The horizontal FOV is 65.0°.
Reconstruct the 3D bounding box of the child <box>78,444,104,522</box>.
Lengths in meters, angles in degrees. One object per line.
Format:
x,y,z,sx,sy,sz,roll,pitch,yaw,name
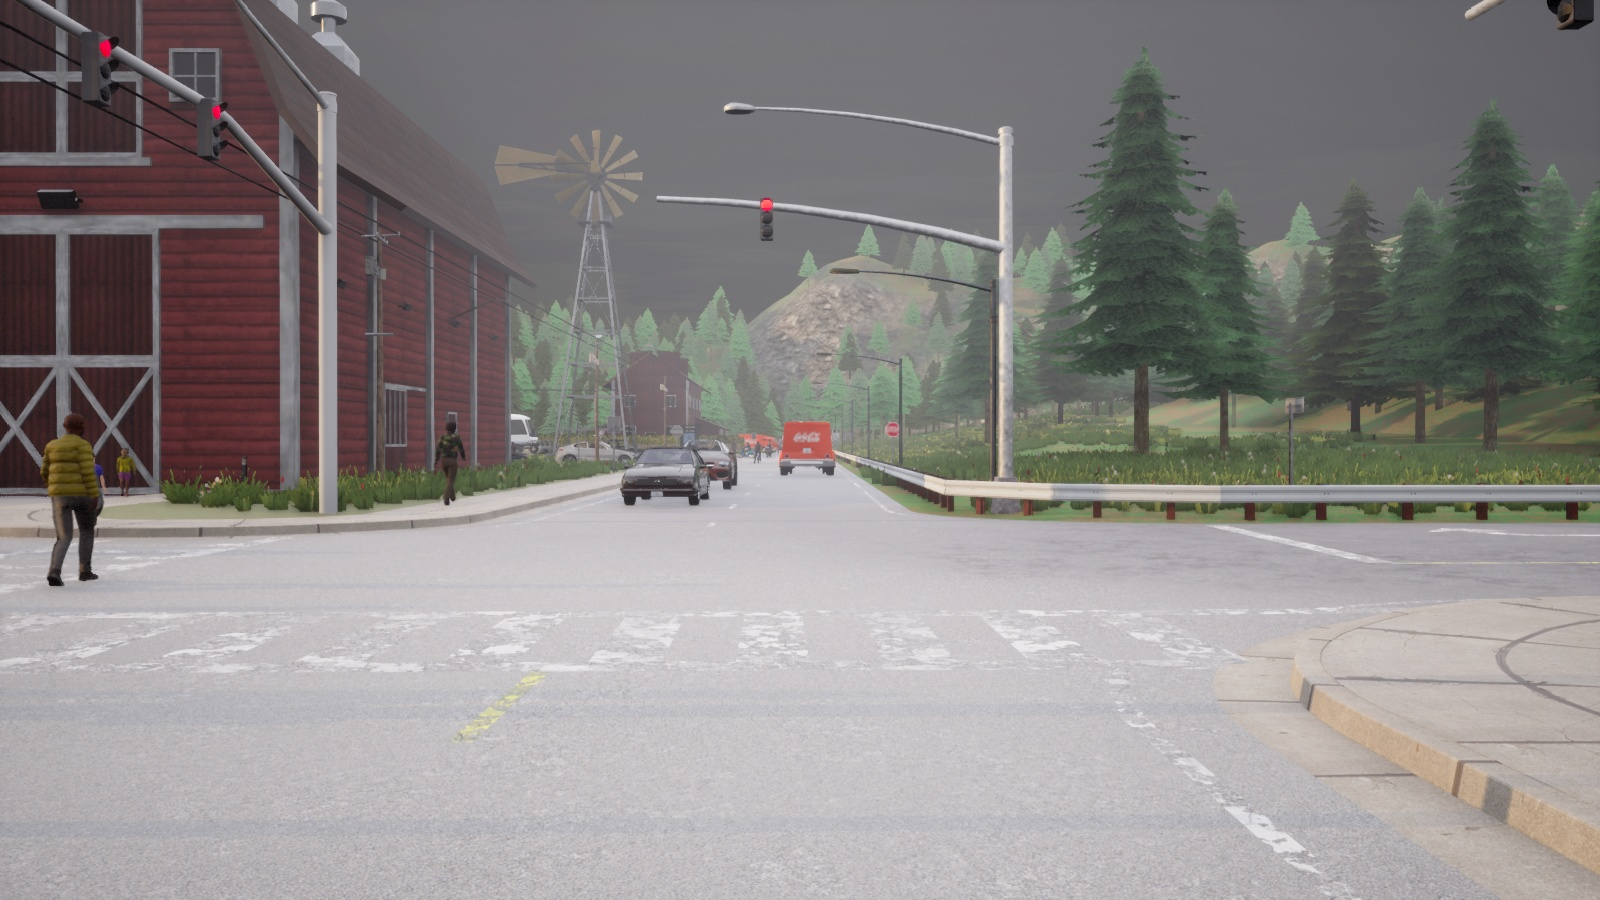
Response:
-11.541,0.532,20.435,0.270,1.263,0.437,0,0,-43,child

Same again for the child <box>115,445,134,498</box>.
-15.023,0.471,27.943,0.299,1.160,0.473,0,0,-19,child

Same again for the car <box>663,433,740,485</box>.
-3.251,0.283,42.350,2.152,1.651,5.027,0,0,0,car

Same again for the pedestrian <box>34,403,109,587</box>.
-7.464,0.443,12.885,0.370,1.835,0.726,0,0,-3,pedestrian

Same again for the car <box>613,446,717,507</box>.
-3.308,0.611,31.870,2.033,1.411,5.357,0,0,0,car

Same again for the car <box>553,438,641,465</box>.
-12.273,0.085,76.140,5.027,1.651,2.152,0,0,-1,car

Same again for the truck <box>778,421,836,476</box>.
0.343,-0.080,59.381,2.627,2.467,5.204,0,0,0,truck

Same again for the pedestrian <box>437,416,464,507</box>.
-7.555,0.242,27.172,0.395,1.930,0.692,0,0,1,pedestrian
